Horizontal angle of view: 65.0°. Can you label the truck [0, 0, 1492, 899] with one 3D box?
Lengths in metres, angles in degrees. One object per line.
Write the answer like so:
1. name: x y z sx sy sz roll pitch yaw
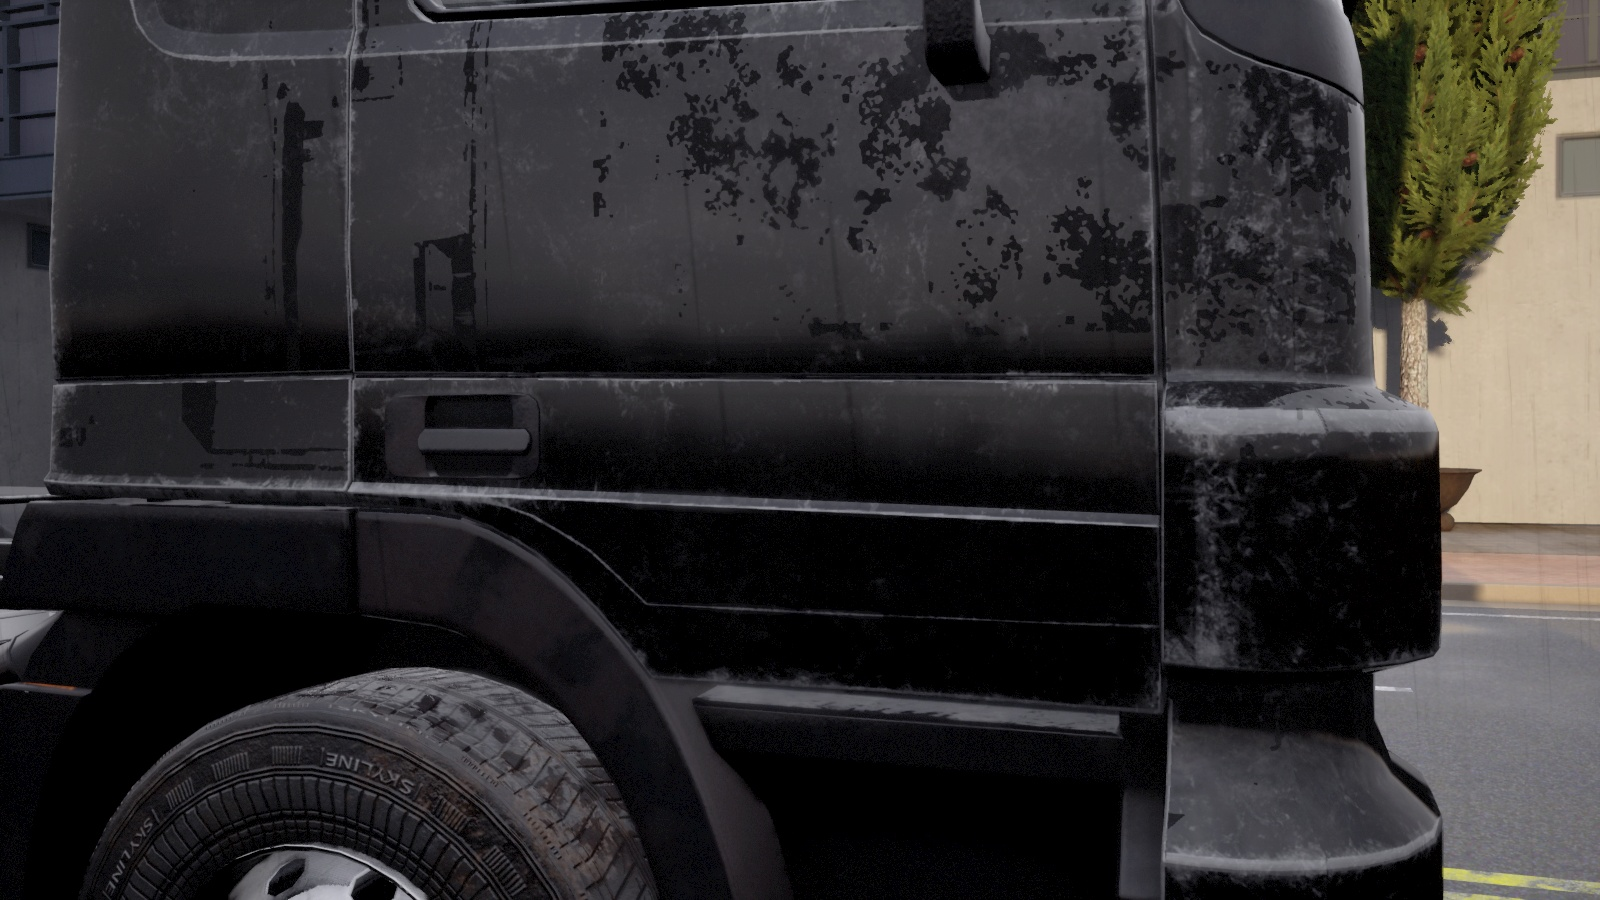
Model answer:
1. truck: -2.510 -0.230 4.057 7.936 3.462 2.891 1 1 19
